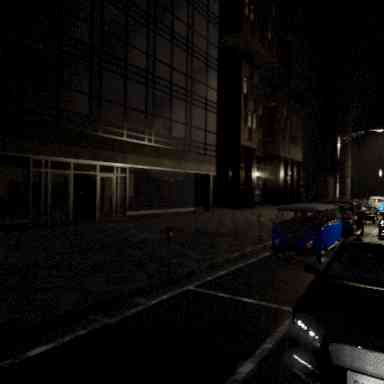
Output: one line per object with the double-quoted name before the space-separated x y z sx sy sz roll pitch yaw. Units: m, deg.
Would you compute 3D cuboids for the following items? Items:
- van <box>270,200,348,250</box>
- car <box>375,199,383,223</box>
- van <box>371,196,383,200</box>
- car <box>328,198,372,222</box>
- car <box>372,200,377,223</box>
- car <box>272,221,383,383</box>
"van" 4.067 1.309 11.558 1.690 1.788 3.998 2 1 33
"car" 10.316 1.404 16.020 2.097 1.767 4.553 1 1 33
"van" 19.520 1.406 34.964 1.690 1.788 3.998 2 1 33
"car" 7.158 1.302 16.239 2.192 1.841 5.009 2 1 33
"car" 13.334 1.576 25.603 2.008 1.369 4.403 2 1 33
"car" 2.949 1.496 5.040 2.128 1.511 4.902 1 1 33
